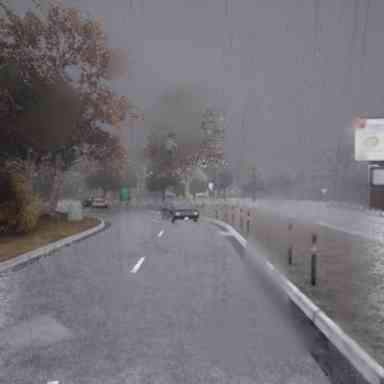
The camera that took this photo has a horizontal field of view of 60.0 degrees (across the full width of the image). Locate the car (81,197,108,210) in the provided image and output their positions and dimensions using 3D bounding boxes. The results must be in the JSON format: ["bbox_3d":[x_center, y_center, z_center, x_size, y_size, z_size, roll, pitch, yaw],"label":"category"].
[{"bbox_3d":[-11.647,1.323,39.495,1.994,1.385,4.181,0,0,-38],"label":"car"}]

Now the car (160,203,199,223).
[{"bbox_3d":[-1.048,1.477,24.566,1.895,1.301,4.718,0,0,-17],"label":"car"}]
